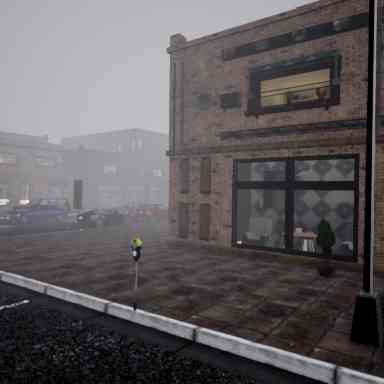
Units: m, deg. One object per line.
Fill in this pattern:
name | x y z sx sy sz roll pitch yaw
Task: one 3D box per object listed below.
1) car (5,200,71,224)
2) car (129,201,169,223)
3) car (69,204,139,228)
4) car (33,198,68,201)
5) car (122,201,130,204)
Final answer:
car | -12.015 1.649 26.086 1.812 1.442 4.674 1 0 36
car | -3.015 1.724 28.629 1.967 1.590 4.097 0 0 36
car | -6.281 1.797 24.142 1.947 1.339 4.313 0 0 36
car | -13.054 1.415 29.073 2.192 1.841 5.009 0 0 36
car | -6.232 1.708 34.043 2.128 1.511 4.902 1 0 36
